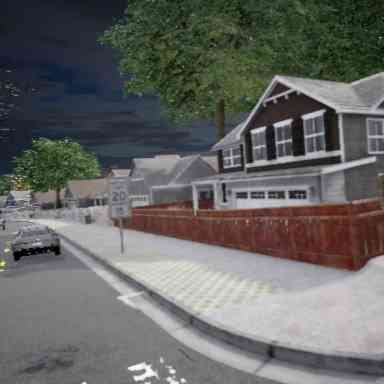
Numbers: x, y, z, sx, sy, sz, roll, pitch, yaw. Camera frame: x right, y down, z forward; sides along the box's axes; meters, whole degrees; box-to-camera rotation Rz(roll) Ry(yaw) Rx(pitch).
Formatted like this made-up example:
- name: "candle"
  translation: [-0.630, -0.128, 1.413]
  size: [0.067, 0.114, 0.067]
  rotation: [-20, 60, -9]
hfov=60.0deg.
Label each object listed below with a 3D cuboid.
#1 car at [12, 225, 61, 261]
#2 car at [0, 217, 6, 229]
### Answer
- name: "car"
  translation: [-7.595, 2.306, 16.144]
  size: [1.994, 1.385, 4.181]
  rotation: [-5, 0, -27]
- name: "car"
  translation: [-22.927, 3.671, 38.986]
  size: [2.128, 1.511, 4.902]
  rotation: [-5, 0, -31]
